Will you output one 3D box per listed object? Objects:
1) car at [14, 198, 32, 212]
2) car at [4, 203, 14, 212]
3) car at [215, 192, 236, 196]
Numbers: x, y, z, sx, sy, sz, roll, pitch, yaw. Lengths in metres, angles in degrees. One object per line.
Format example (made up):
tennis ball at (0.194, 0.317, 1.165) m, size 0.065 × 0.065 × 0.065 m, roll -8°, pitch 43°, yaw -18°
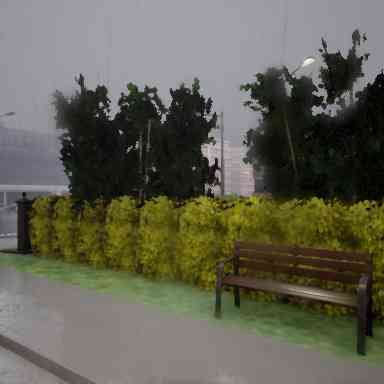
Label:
car at (-16.119, 1.553, 35.897) m, size 1.895 × 1.301 × 4.718 m, roll 0°, pitch 0°, yaw 36°
car at (-18.874, 1.479, 38.046) m, size 1.812 × 1.442 × 4.674 m, roll 0°, pitch 0°, yaw 35°
car at (7.472, 0.678, 69.309) m, size 1.882 × 1.535 × 5.008 m, roll 0°, pitch 1°, yaw 35°
